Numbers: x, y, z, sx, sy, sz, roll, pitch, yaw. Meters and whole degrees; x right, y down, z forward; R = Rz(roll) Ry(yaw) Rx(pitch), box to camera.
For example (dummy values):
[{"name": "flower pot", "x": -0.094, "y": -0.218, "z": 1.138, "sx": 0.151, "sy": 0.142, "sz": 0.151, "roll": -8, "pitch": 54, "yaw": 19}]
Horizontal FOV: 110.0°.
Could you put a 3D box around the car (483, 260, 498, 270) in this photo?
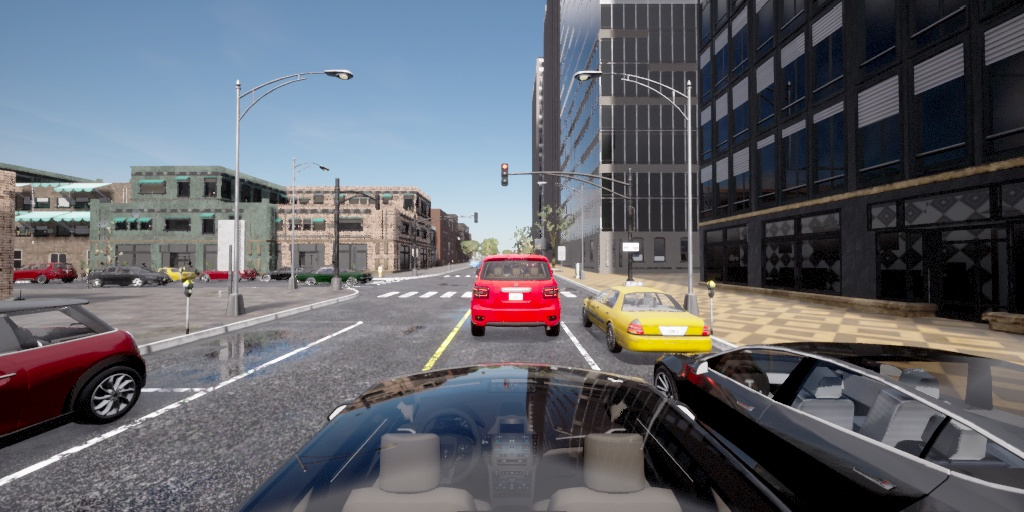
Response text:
[{"name": "car", "x": -3.209, "y": 1.317, "z": 54.174, "sx": 2.033, "sy": 1.411, "sz": 5.357, "roll": 0, "pitch": 0, "yaw": 0}]

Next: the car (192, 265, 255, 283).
[{"name": "car", "x": -25.025, "y": 1.489, "z": 31.517, "sx": 4.097, "sy": 1.591, "sz": 1.967, "roll": 0, "pitch": 0, "yaw": 1}]

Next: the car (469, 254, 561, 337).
[{"name": "car", "x": 0.081, "y": 0.975, "z": 10.480, "sx": 2.150, "sy": 2.045, "sz": 5.566, "roll": 0, "pitch": 0, "yaw": 0}]

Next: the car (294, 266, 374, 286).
[{"name": "car", "x": -12.385, "y": 1.430, "z": 25.403, "sx": 4.718, "sy": 1.301, "sz": 1.895, "roll": -1, "pitch": -1, "yaw": 4}]

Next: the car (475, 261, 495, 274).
[{"name": "car", "x": -3.193, "y": 1.312, "z": 43.986, "sx": 2.033, "sy": 1.411, "sz": 5.357, "roll": 0, "pitch": 0, "yaw": 0}]

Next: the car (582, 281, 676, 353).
[{"name": "car", "x": 2.813, "y": 1.277, "z": 8.605, "sx": 1.751, "sy": 1.417, "sz": 4.829, "roll": 0, "pitch": 0, "yaw": 0}]

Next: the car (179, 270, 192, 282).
[{"name": "car", "x": -30.743, "y": 1.627, "z": 31.577, "sx": 4.829, "sy": 1.417, "sz": 1.751, "roll": 0, "pitch": 0, "yaw": 1}]

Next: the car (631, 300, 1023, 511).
[{"name": "car", "x": 2.655, "y": 1.316, "z": 2.791, "sx": 1.948, "sy": 1.339, "sz": 4.313, "roll": 0, "pitch": 0, "yaw": 0}]

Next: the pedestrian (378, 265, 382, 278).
[{"name": "pedestrian", "x": -12.616, "y": 1.399, "z": 34.339, "sx": 0.375, "sy": 1.300, "sz": 0.375, "roll": 0, "pitch": 0, "yaw": 1}]

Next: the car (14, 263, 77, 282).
[{"name": "car", "x": -41.669, "y": 1.522, "z": 31.692, "sx": 5.009, "sy": 1.841, "sz": 2.192, "roll": 0, "pitch": 0, "yaw": 1}]

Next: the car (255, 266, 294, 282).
[{"name": "car", "x": -19.477, "y": 1.562, "z": 31.458, "sx": 4.313, "sy": 1.339, "sz": 1.948, "roll": 0, "pitch": 0, "yaw": 1}]

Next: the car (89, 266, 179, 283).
[{"name": "car", "x": -27.404, "y": 1.485, "z": 25.762, "sx": 4.892, "sy": 1.490, "sz": 1.837, "roll": -1, "pitch": -1, "yaw": 1}]

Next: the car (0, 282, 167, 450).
[{"name": "car", "x": -5.692, "y": 1.190, "z": 2.827, "sx": 1.967, "sy": 1.591, "sz": 4.097, "roll": 0, "pitch": 0, "yaw": 0}]
